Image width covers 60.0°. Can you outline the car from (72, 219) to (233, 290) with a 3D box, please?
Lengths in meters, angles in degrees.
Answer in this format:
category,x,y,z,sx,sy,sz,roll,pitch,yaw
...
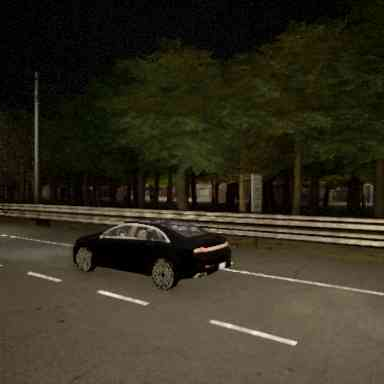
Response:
category,x,y,z,sx,sy,sz,roll,pitch,yaw
car,-1.278,1.491,9.082,4.902,1.511,2.128,0,0,35
